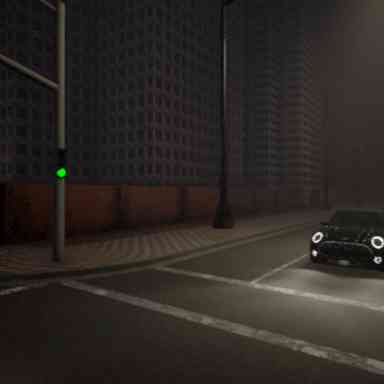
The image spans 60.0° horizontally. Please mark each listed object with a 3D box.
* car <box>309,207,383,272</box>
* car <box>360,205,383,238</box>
[{"bbox_3d":[5.450,1.349,10.930,2.097,1.767,4.553,0,0,36],"label":"car"},{"bbox_3d":[11.004,1.545,18.605,2.033,1.411,5.357,0,0,36],"label":"car"}]
